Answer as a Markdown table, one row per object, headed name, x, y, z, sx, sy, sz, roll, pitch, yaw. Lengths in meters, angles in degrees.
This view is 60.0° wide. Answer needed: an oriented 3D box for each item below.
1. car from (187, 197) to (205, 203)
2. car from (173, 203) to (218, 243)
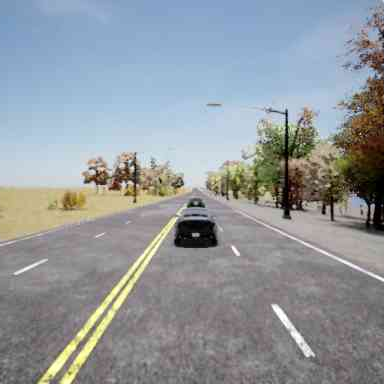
| name | x | y | z | sx | sy | sz | roll | pitch | yaw |
| --- | --- | --- | --- | --- | --- | --- | --- | --- | --- |
| car | 0.454 | 1.346 | 37.898 | 2.097 | 1.767 | 4.553 | 0 | 0 | 1 |
| car | 0.173 | 1.507 | 16.029 | 1.837 | 1.490 | 4.892 | 0 | 0 | 0 |
